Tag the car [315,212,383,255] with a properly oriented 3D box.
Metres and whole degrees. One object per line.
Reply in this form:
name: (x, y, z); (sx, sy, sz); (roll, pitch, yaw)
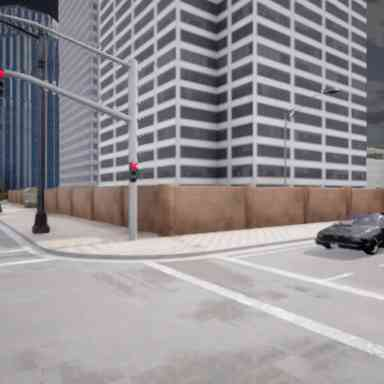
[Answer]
car: (7.278, 1.539, 13.481); (5.357, 1.411, 2.033); (0, 0, -35)
